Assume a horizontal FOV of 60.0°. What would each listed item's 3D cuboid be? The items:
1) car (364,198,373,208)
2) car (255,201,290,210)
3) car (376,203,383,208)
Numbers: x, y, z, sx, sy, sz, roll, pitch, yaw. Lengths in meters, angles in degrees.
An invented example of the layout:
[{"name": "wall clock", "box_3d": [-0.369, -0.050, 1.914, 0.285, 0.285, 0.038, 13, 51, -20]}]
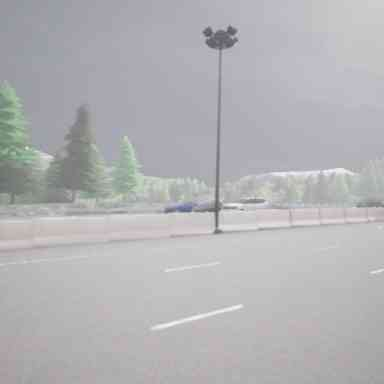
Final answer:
[{"name": "car", "box_3d": [32.614, 2.143, 61.309, 5.566, 2.045, 2.150, 2, -1, -35]}, {"name": "car", "box_3d": [7.221, 1.845, 30.579, 4.674, 1.442, 1.812, 1, -1, -35]}, {"name": "car", "box_3d": [34.671, 2.420, 58.482, 4.892, 1.490, 1.837, 2, -1, -35]}]
